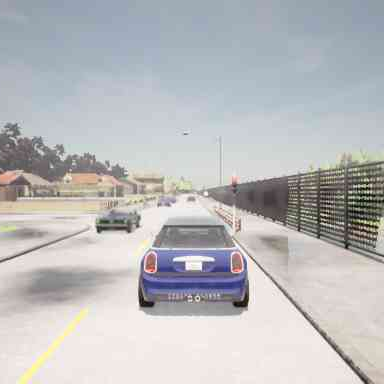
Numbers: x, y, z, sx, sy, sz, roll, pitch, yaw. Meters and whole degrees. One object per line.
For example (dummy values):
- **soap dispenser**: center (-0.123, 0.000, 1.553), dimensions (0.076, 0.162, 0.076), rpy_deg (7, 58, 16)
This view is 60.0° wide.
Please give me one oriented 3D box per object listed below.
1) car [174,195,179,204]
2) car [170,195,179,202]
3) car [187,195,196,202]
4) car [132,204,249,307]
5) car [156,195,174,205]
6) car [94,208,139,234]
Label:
- **car**: center (-4.166, 1.543, 65.021), dimensions (2.033, 1.411, 5.357), rpy_deg (0, 0, 0)
- **car**: center (-4.148, 1.463, 78.505), dimensions (1.882, 1.535, 5.008), rpy_deg (0, 0, 0)
- **car**: center (-0.142, 1.519, 76.319), dimensions (1.812, 1.442, 4.674), rpy_deg (0, 0, 0)
- **car**: center (0.037, 1.351, 8.119), dimensions (2.097, 1.767, 4.553), rpy_deg (0, 0, 0)
- **car**: center (-4.182, 1.522, 50.974), dimensions (1.812, 1.442, 4.674), rpy_deg (0, 0, 0)
- **car**: center (-4.136, 1.599, 19.268), dimensions (1.895, 1.301, 4.718), rpy_deg (0, 0, 0)
